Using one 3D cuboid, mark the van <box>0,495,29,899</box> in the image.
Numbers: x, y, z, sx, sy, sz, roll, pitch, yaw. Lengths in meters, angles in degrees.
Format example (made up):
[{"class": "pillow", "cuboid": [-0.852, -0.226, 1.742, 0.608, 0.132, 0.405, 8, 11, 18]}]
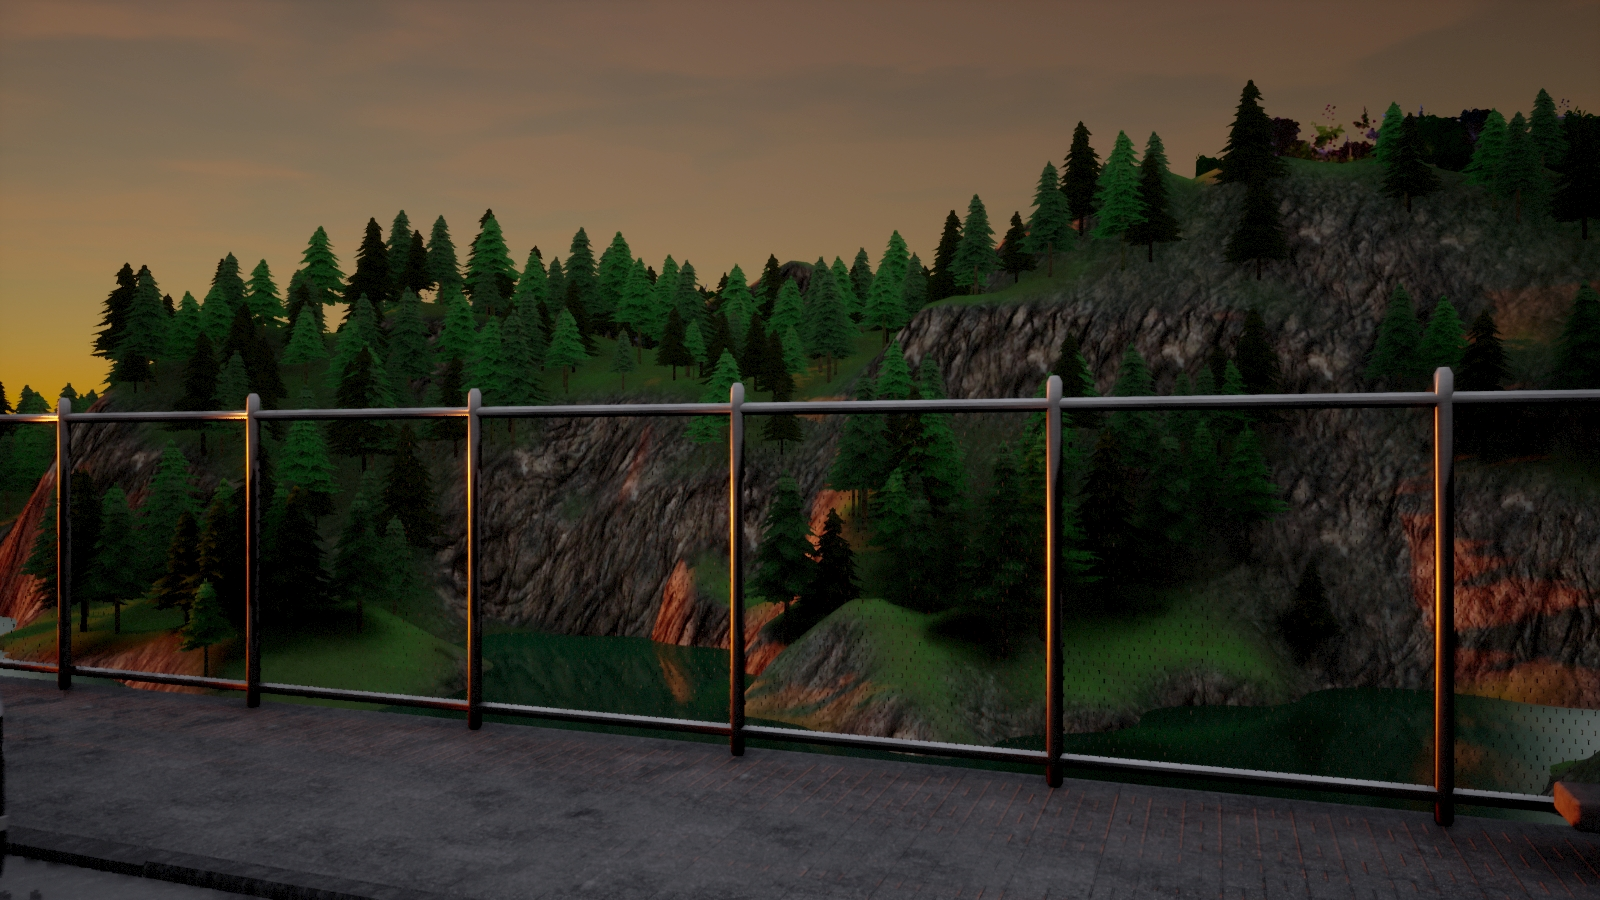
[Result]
[{"class": "van", "cuboid": [-7.491, 1.538, 6.554, 5.915, 2.561, 1.988, 0, 0, 20]}]
